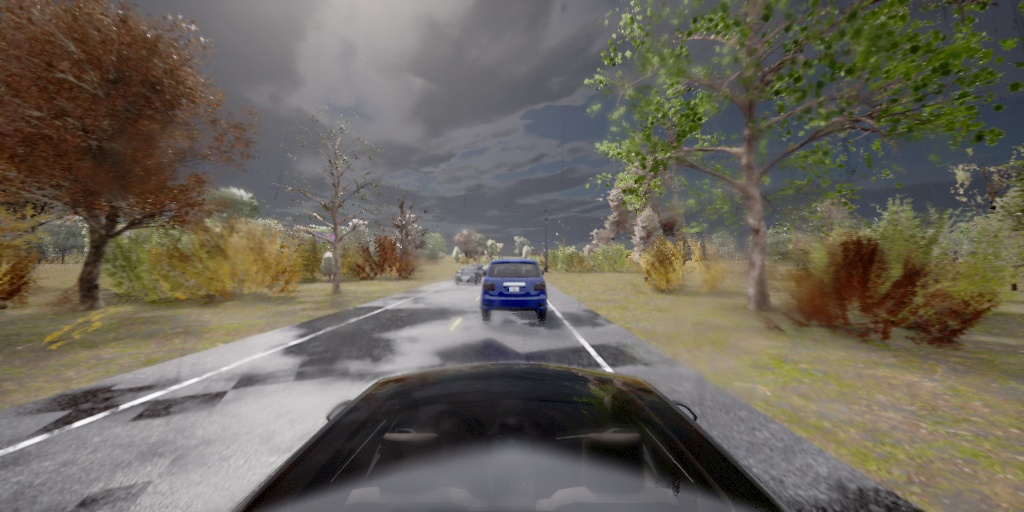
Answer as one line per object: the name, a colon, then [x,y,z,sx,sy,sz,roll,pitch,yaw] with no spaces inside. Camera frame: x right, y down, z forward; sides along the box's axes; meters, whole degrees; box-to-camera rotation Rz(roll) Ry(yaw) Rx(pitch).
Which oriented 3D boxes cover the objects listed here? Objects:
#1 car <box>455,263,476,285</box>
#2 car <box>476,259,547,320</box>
car: [-3.690,1.644,30.614,2.128,1.511,4.902,0,-1,0]
car: [0.073,1.137,13.533,2.150,2.045,5.566,0,-1,0]
